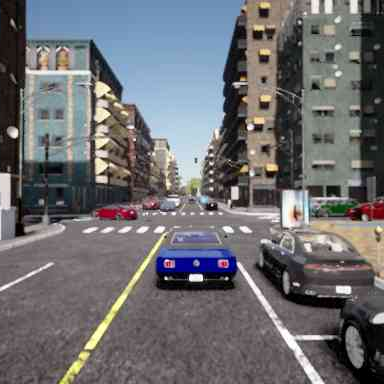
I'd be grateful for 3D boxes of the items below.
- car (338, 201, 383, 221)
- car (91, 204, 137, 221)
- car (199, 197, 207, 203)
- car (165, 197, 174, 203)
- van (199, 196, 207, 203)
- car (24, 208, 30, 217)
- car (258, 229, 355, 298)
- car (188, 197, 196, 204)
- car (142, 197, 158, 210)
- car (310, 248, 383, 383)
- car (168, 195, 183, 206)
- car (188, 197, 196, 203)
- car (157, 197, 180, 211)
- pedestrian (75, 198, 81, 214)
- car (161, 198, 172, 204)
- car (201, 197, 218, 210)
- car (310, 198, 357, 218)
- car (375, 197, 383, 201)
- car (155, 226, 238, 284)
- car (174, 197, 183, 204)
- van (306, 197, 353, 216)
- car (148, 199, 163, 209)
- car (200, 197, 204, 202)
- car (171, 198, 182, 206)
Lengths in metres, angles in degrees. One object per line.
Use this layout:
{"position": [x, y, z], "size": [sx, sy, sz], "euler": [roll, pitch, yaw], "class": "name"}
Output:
{"position": [13.701, 1.536, 25.021], "size": [4.206, 1.307, 1.802], "euler": [0, -1, 0], "class": "car"}
{"position": [-6.933, 1.769, 29.600], "size": [4.181, 1.385, 1.994], "euler": [-1, -2, 29], "class": "car"}
{"position": [2.695, 2.006, 85.578], "size": [1.887, 1.381, 4.507], "euler": [1, 0, 0], "class": "car"}
{"position": [-5.686, 2.028, 85.617], "size": [1.947, 1.339, 4.313], "euler": [1, 0, 0], "class": "car"}
{"position": [2.698, 1.742, 74.438], "size": [1.690, 1.788, 3.998], "euler": [1, 0, 0], "class": "van"}
{"position": [-18.630, 1.961, 33.629], "size": [4.206, 1.307, 1.802], "euler": [0, -1, 0], "class": "car"}
{"position": [2.830, 1.596, 8.389], "size": [2.008, 1.369, 4.403], "euler": [1, 0, 0], "class": "car"}
{"position": [-0.006, 1.933, 75.623], "size": [2.128, 1.511, 4.902], "euler": [0, 0, 0], "class": "car"}
{"position": [-5.679, 1.565, 46.622], "size": [2.192, 1.841, 5.009], "euler": [1, 0, 0], "class": "car"}
{"position": [2.830, 1.566, 2.819], "size": [2.008, 1.369, 4.403], "euler": [1, 0, 0], "class": "car"}
{"position": [-3.082, 1.514, 54.553], "size": [2.150, 2.045, 5.566], "euler": [0, 0, 0], "class": "car"}
{"position": [-0.007, 1.988, 86.006], "size": [1.812, 1.442, 4.674], "euler": [0, 0, 0], "class": "car"}
{"position": [-3.105, 1.786, 44.551], "size": [2.033, 1.411, 5.357], "euler": [0, 0, 0], "class": "car"}
{"position": [-12.531, 1.529, 36.546], "size": [0.375, 1.860, 0.375], "euler": [0, -1, 0], "class": "pedestrian"}
{"position": [-5.684, 1.967, 74.475], "size": [1.947, 1.339, 4.313], "euler": [1, 0, 0], "class": "car"}
{"position": [2.697, 1.816, 46.581], "size": [1.947, 1.339, 4.313], "euler": [1, 0, 0], "class": "car"}
{"position": [13.332, 1.424, 30.823], "size": [4.553, 1.767, 2.097], "euler": [0, -1, 0], "class": "car"}
{"position": [19.288, 1.392, 33.365], "size": [5.009, 1.841, 2.192], "euler": [0, -1, 0], "class": "car"}
{"position": [0.099, 1.653, 9.714], "size": [1.895, 1.301, 4.718], "euler": [0, 0, 0], "class": "car"}
{"position": [-3.005, 1.904, 74.903], "size": [1.837, 1.490, 4.892], "euler": [0, 0, 0], "class": "car"}
{"position": [13.761, 1.461, 33.403], "size": [3.998, 1.788, 1.690], "euler": [0, -1, 0], "class": "van"}
{"position": [-5.683, 1.825, 52.192], "size": [1.887, 1.381, 4.507], "euler": [1, 0, 0], "class": "car"}
{"position": [2.697, 1.862, 52.152], "size": [1.802, 1.307, 4.206], "euler": [1, 0, 0], "class": "car"}
{"position": [-3.013, 1.911, 64.494], "size": [1.994, 1.385, 4.181], "euler": [0, 0, 0], "class": "car"}
